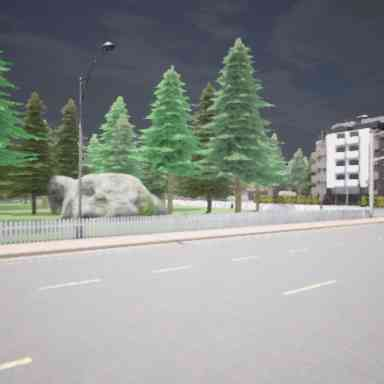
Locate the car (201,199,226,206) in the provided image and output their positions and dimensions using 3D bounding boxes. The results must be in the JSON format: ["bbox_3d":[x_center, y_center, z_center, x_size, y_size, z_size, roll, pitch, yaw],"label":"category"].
[{"bbox_3d":[3.335,1.899,60.988,2.033,1.411,5.357,1,0,-34],"label":"car"}]

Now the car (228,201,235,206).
[{"bbox_3d":[6.300,1.984,62.848,1.895,1.301,4.718,1,0,-34],"label":"car"}]
